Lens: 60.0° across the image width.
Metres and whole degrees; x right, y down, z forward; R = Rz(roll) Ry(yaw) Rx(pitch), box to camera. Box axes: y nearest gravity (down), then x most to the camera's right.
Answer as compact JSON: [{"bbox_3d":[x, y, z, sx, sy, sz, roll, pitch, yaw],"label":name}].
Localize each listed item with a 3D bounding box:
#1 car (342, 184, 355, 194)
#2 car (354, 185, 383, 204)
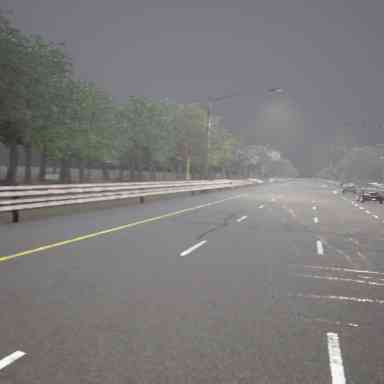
[{"bbox_3d":[24.223,-0.502,51.204,2.128,1.511,4.902,4,4,21],"label":"car"},{"bbox_3d":[17.748,0.342,33.229,1.837,1.490,4.892,4,3,19],"label":"car"}]
